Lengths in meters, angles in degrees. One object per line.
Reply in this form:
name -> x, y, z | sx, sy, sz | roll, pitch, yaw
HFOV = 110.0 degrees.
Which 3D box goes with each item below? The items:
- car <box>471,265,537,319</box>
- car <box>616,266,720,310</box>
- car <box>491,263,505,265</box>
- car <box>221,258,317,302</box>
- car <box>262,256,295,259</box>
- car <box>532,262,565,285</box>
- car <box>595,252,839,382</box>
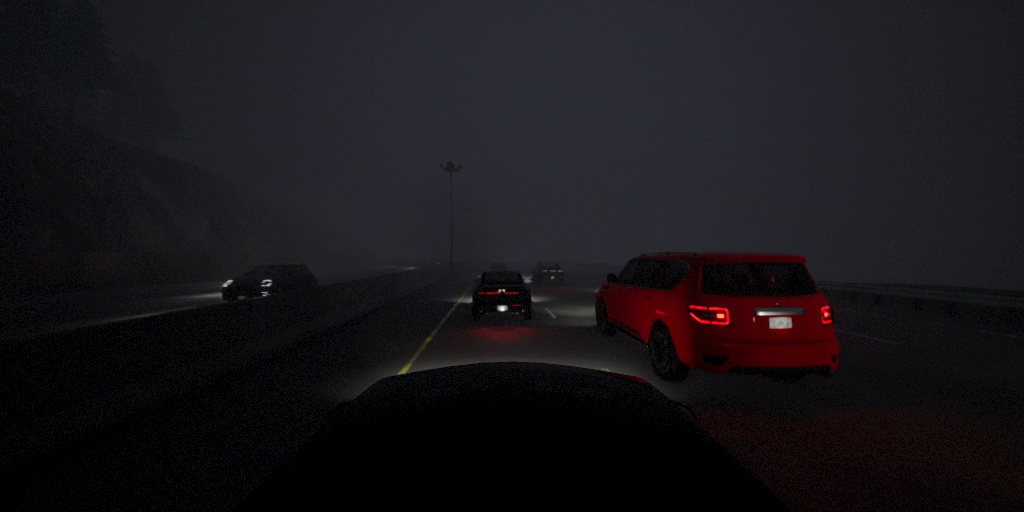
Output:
car -> -0.372, 1.242, 12.681 | 1.837, 1.490, 4.892 | 0, 0, -2
car -> 6.517, 1.244, 15.813 | 2.033, 1.411, 5.357 | 0, 0, -3
car -> -1.203, 1.280, 30.819 | 1.994, 1.385, 4.181 | 0, 0, -3
car -> -11.257, 1.140, 17.000 | 2.097, 1.767, 4.553 | 0, 0, -3
car -> -22.578, 1.046, 34.113 | 2.150, 2.045, 5.566 | 0, 0, -3
car -> 2.537, 1.195, 25.812 | 2.128, 1.511, 4.902 | 0, 0, -3
car -> 3.356, 0.946, 7.274 | 2.150, 2.045, 5.566 | 0, 0, -2
